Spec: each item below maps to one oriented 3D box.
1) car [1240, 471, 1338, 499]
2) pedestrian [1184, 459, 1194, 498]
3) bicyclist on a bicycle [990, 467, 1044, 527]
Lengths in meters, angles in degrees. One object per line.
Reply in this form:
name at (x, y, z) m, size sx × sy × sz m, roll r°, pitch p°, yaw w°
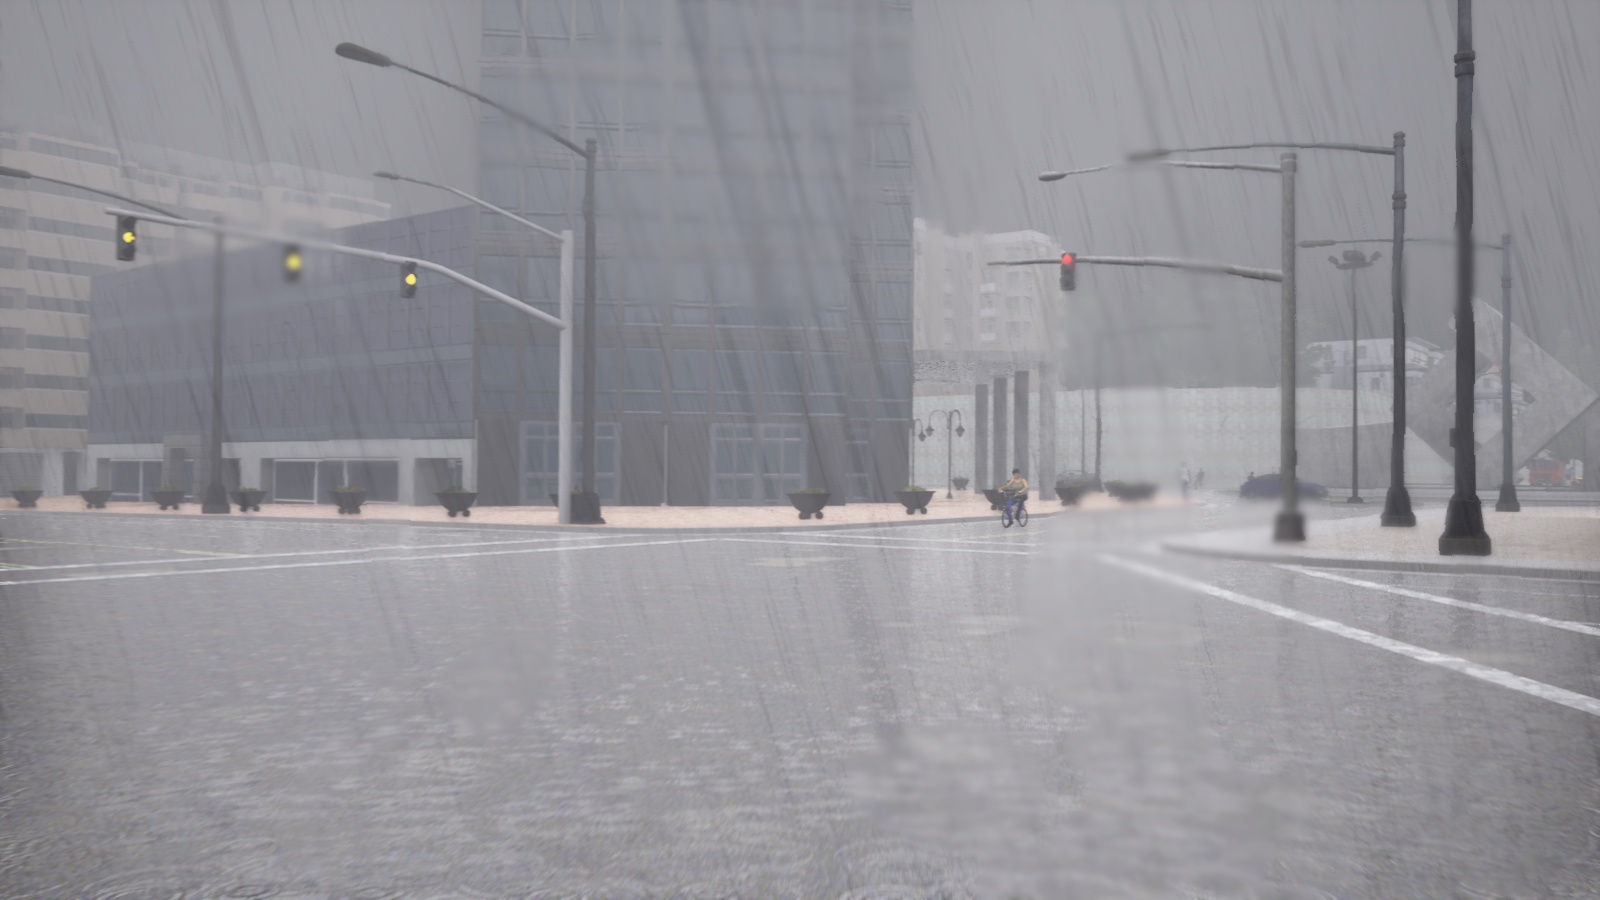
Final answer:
car at (25.876, 1.820, 66.567) m, size 1.812 × 1.442 × 4.674 m, roll 0°, pitch -1°, yaw -33°
pedestrian at (18.341, 1.347, 59.254) m, size 0.354 × 1.836 × 0.706 m, roll 0°, pitch -1°, yaw 11°
bicyclist on a bicycle at (5.978, 1.277, 34.562) m, size 0.866 × 1.612 × 1.509 m, roll -1°, pitch -1°, yaw 37°
